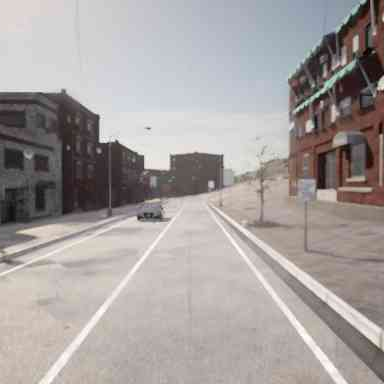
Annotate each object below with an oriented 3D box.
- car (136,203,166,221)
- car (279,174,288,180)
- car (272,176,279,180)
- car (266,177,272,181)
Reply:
[{"bbox_3d":[-3.259,1.590,27.007,1.994,1.385,4.181,0,0,1],"label":"car"},{"bbox_3d":[23.695,-3.604,81.608,2.185,1.767,4.553,0,1,-4],"label":"car"},{"bbox_3d":[23.279,-3.573,87.118,2.097,1.535,5.008,0,1,-3],"label":"car"},{"bbox_3d":[22.980,-3.626,92.658,2.002,1.452,4.674,0,1,-2],"label":"car"}]
